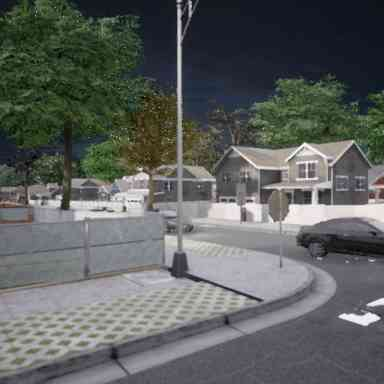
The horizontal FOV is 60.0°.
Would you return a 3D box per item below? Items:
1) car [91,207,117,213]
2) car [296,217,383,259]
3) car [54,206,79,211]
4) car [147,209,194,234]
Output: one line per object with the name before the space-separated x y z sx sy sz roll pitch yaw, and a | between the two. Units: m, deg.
car | -8.063 2.042 30.224 1.994 1.385 4.181 0 -1 -36
car | 6.009 1.614 11.634 4.674 1.442 1.812 -2 -1 45
car | -15.024 2.267 39.846 1.895 1.301 4.718 0 -1 -36
car | -1.777 1.830 21.565 1.812 1.442 4.674 0 -1 -36
